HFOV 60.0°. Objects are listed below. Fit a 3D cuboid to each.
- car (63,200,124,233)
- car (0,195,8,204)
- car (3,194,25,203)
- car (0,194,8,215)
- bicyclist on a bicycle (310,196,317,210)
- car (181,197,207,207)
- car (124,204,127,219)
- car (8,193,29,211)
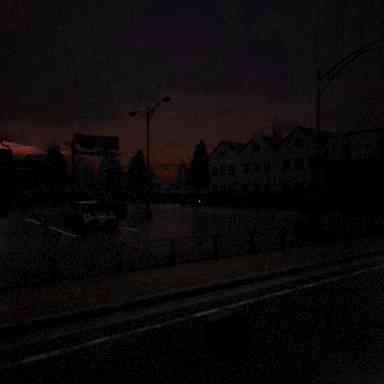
[{"bbox_3d":[-5.463,1.265,17.785,1.970,1.475,3.806,0,0,-36],"label":"car"},{"bbox_3d":[-39.348,1.515,66.000,4.611,1.667,2.242,0,0,-36],"label":"car"},{"bbox_3d":[-39.121,1.361,73.129,3.866,1.878,1.905,0,0,-36],"label":"car"},{"bbox_3d":[-18.068,1.121,29.740,1.932,1.855,4.605,0,0,-36],"label":"car"},{"bbox_3d":[13.514,1.221,36.728,1.656,1.620,0.582,0,0,-35],"label":"bicyclist on a bicycle"},{"bbox_3d":[0.298,1.435,48.750,1.812,1.442,4.674,0,0,-35],"label":"car"},{"bbox_3d":[-6.594,1.342,25.647,2.007,1.523,4.514,0,0,-36],"label":"car"},{"bbox_3d":[-19.981,1.110,38.049,1.905,1.878,3.866,0,0,-36],"label":"car"}]
